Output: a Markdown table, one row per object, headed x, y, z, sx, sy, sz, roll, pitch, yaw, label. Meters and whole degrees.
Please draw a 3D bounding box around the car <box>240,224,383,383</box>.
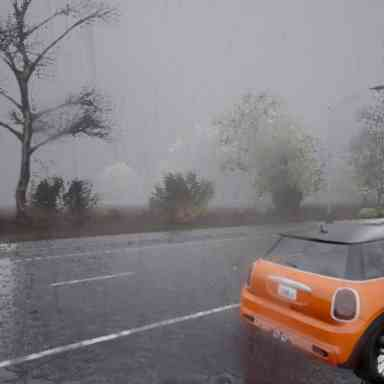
| x | y | z | sx | sy | sz | roll | pitch | yaw | label |
| --- | --- | --- | --- | --- | --- | --- | --- | --- | --- |
| 3.047 | 1.335 | 5.531 | 4.553 | 1.767 | 2.097 | 0 | 0 | -33 | car |
